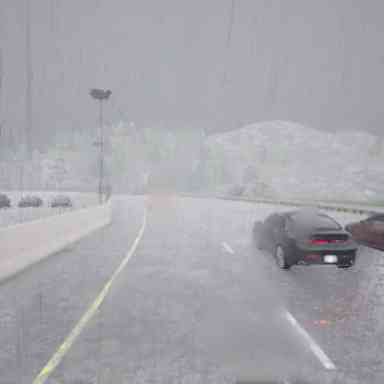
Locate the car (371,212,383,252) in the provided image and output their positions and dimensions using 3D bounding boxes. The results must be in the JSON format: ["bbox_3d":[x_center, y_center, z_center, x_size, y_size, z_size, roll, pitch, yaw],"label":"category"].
[{"bbox_3d":[6.675,1.329,10.769,1.812,1.442,4.674,0,1,-3],"label":"car"}]

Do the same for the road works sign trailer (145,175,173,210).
[{"bbox_3d":[-3.313,0.002,34.723,2.380,3.560,2.880,-1,1,-13],"label":"road works sign trailer"}]

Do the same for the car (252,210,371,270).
[{"bbox_3d":[3.207,1.337,10.422,1.837,1.490,4.892,0,1,-3],"label":"car"}]
